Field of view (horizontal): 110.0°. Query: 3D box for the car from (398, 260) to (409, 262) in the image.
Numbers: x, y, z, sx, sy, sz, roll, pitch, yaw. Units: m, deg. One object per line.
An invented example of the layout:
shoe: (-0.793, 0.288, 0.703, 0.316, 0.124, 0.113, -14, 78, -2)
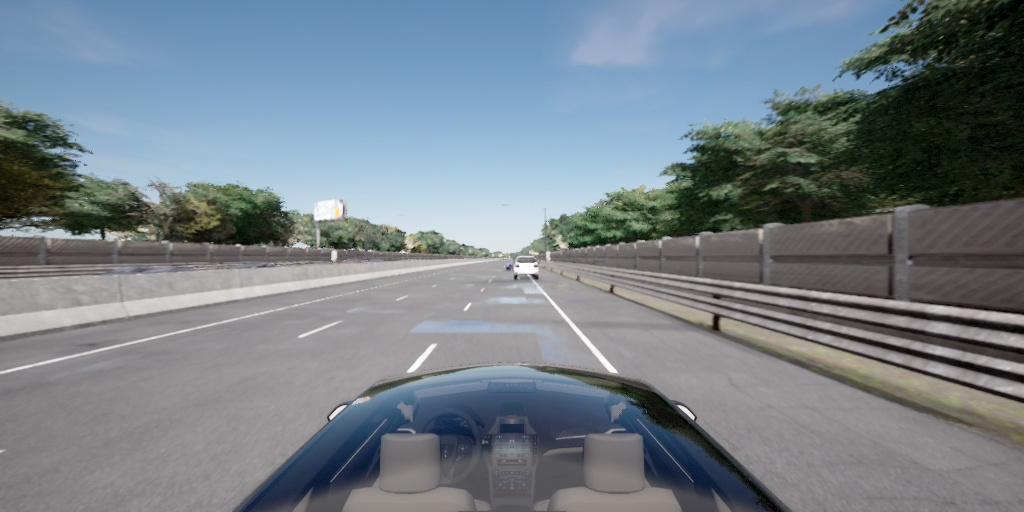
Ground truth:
car: (-17.508, 1.392, 57.726, 1.812, 1.442, 4.674, 0, 1, 0)

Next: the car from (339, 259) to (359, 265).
car: (-24.507, 1.197, 54.619, 2.097, 1.767, 4.553, 0, -1, 0)

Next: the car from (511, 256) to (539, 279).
car: (1.222, 1.013, 32.648, 2.150, 2.045, 5.566, 0, 0, 0)

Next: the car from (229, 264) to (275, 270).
car: (-17.579, 1.278, 23.958, 1.837, 1.490, 4.892, 0, -1, 0)

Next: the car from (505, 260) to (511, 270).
car: (0.009, 1.442, 52.426, 1.895, 1.301, 4.718, 0, 0, 0)

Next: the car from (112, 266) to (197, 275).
car: (-21.085, 1.332, 21.999, 1.994, 1.385, 4.181, 0, 0, 0)

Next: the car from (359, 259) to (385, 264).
car: (-21.010, 1.231, 54.941, 2.097, 1.767, 4.553, 0, -1, 0)

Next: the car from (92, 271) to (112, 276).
car: (-24.580, 1.334, 23.297, 1.994, 1.385, 4.181, 0, 0, 0)
